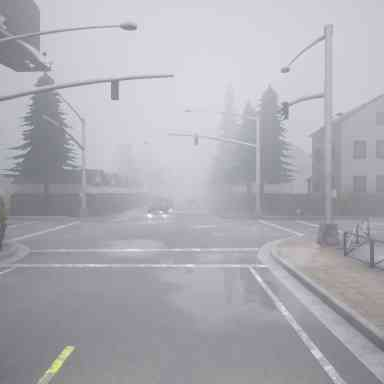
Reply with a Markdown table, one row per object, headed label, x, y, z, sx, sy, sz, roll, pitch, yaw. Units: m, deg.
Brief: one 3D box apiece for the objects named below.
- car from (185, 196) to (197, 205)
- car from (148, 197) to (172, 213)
| label | x | y | z | sx | sy | sz | roll | pitch | yaw |
| --- | --- | --- | --- | --- | --- | --- | --- | --- | --- |
| car | -0.108 | 1.491 | 59.238 | 2.128 | 1.511 | 4.902 | 0 | 0 | 0 |
| car | -3.666 | 1.352 | 37.036 | 2.097 | 1.767 | 4.553 | 0 | 0 | 0 |
